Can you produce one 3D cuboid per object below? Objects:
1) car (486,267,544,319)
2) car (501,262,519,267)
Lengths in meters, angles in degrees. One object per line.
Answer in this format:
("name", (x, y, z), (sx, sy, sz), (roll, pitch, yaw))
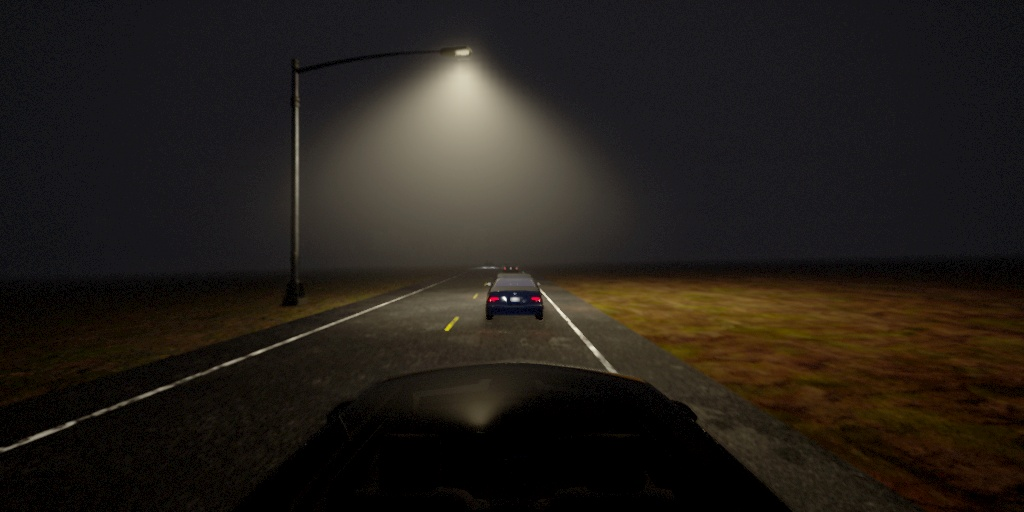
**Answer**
("car", (0.072, 1.296, 12.804), (2.033, 1.411, 5.357), (0, 0, 0))
("car", (-0.164, 1.306, 38.914), (2.033, 1.411, 5.357), (0, 0, -1))
